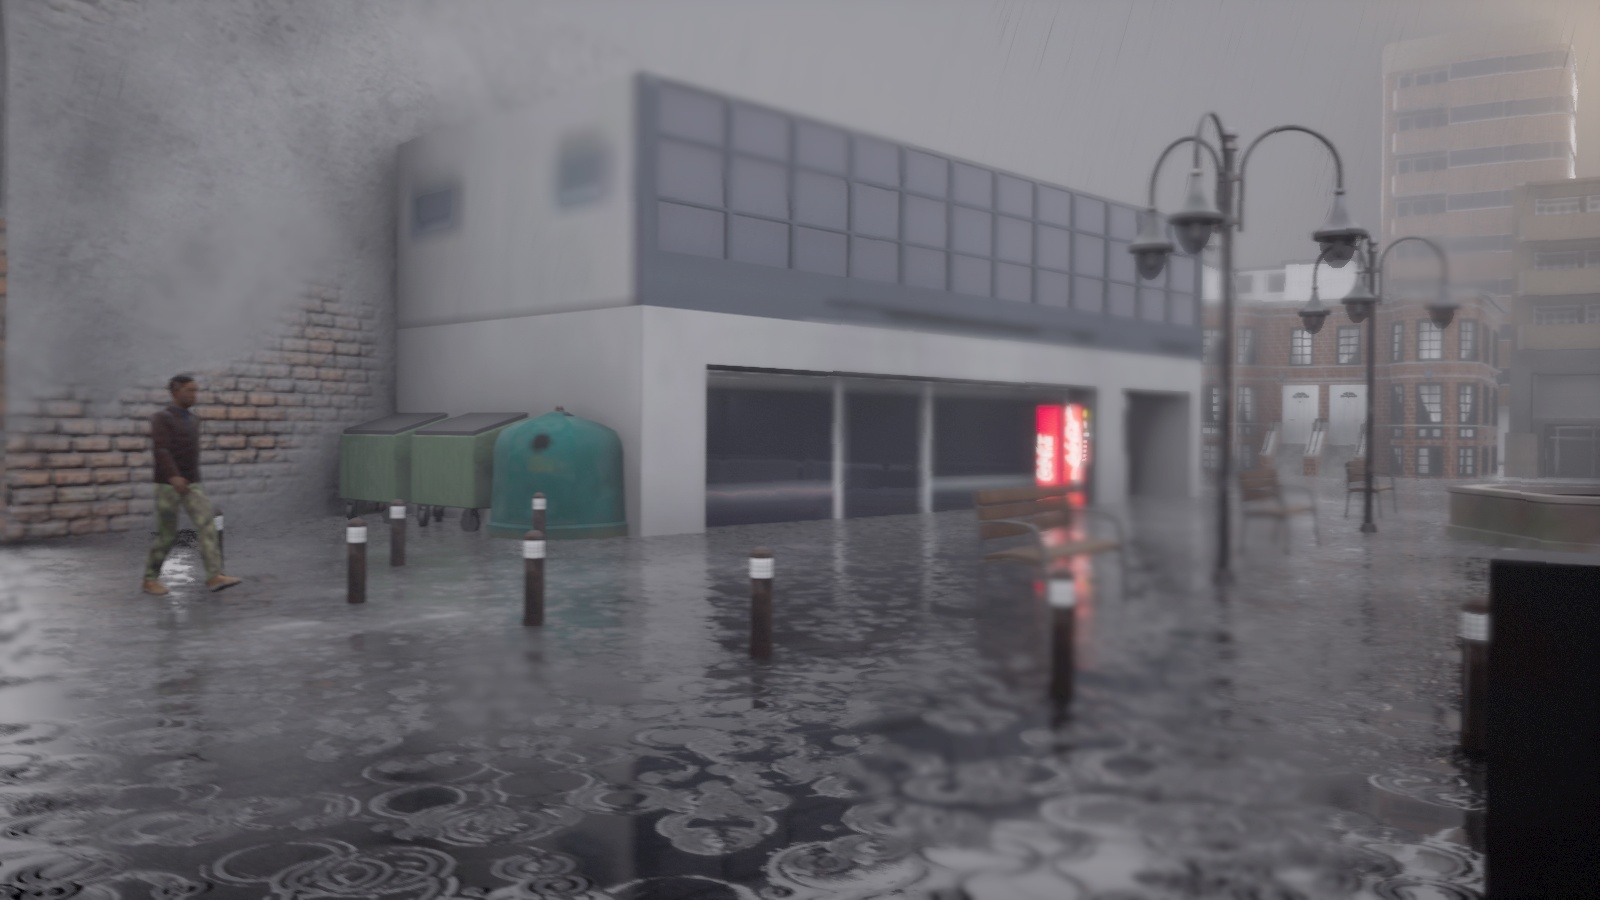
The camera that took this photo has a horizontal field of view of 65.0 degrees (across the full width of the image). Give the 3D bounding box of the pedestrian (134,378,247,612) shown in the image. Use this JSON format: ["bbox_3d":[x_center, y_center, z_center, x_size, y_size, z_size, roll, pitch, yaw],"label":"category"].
[{"bbox_3d":[-4.929,0.353,10.160,0.703,1.840,0.431,0,1,20],"label":"pedestrian"}]
